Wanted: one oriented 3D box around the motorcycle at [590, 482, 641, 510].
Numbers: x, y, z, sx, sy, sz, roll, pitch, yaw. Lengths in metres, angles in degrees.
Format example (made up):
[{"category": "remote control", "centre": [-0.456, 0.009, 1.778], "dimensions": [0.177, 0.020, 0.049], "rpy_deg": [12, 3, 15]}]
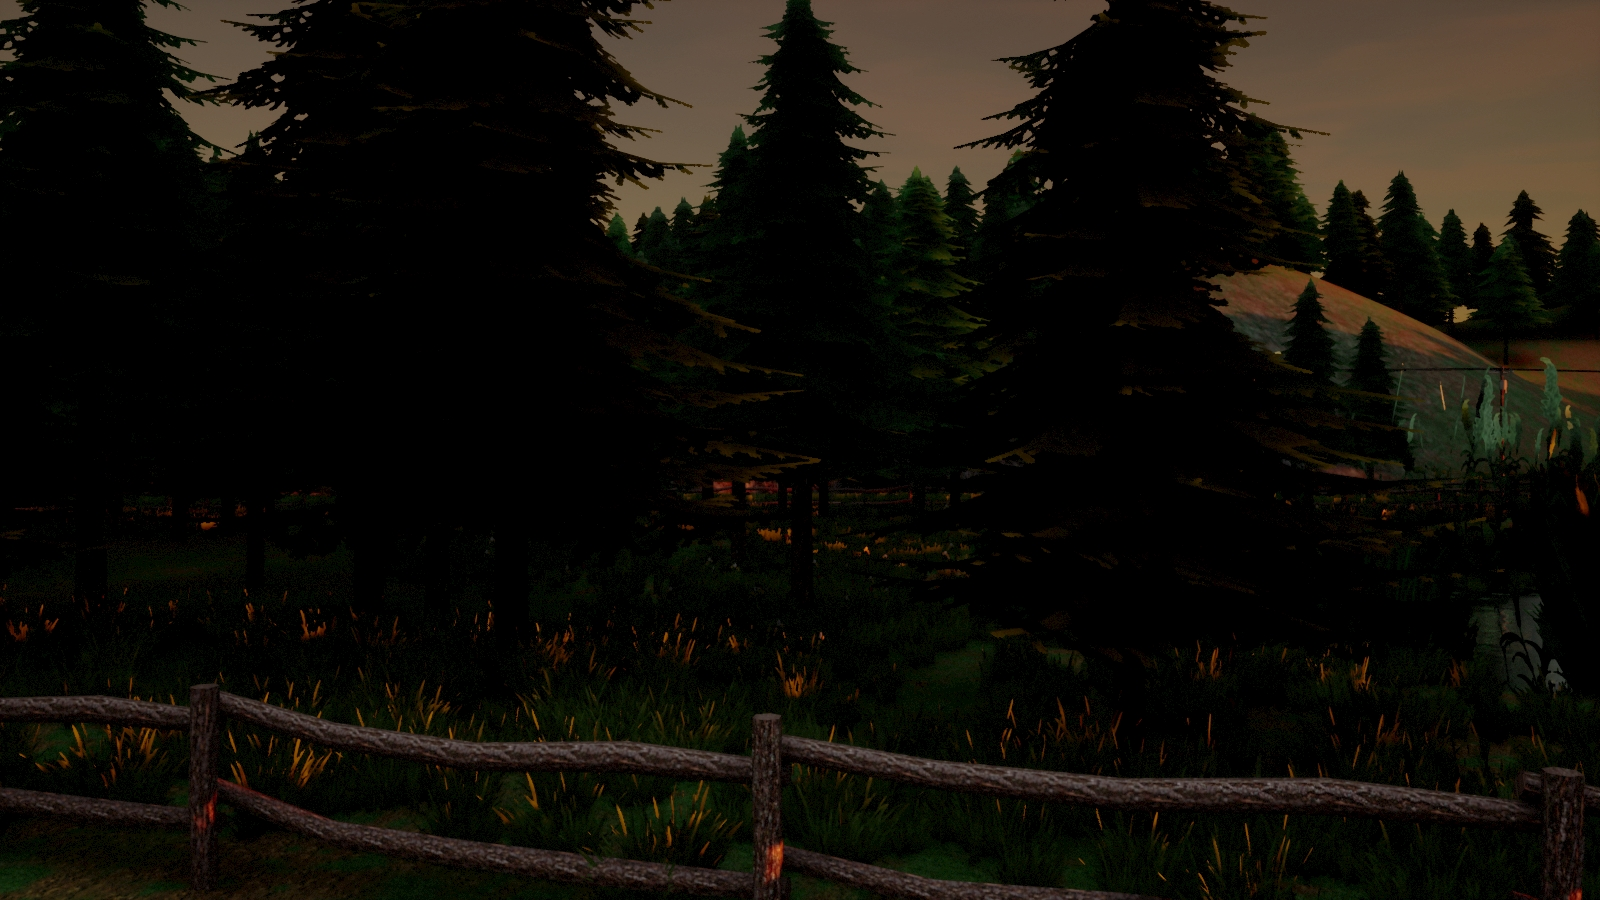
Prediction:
[{"category": "motorcycle", "centre": [-8.739, 2.178, 54.117], "dimensions": [2.209, 1.251, 0.867], "rpy_deg": [0, 0, 14]}]
